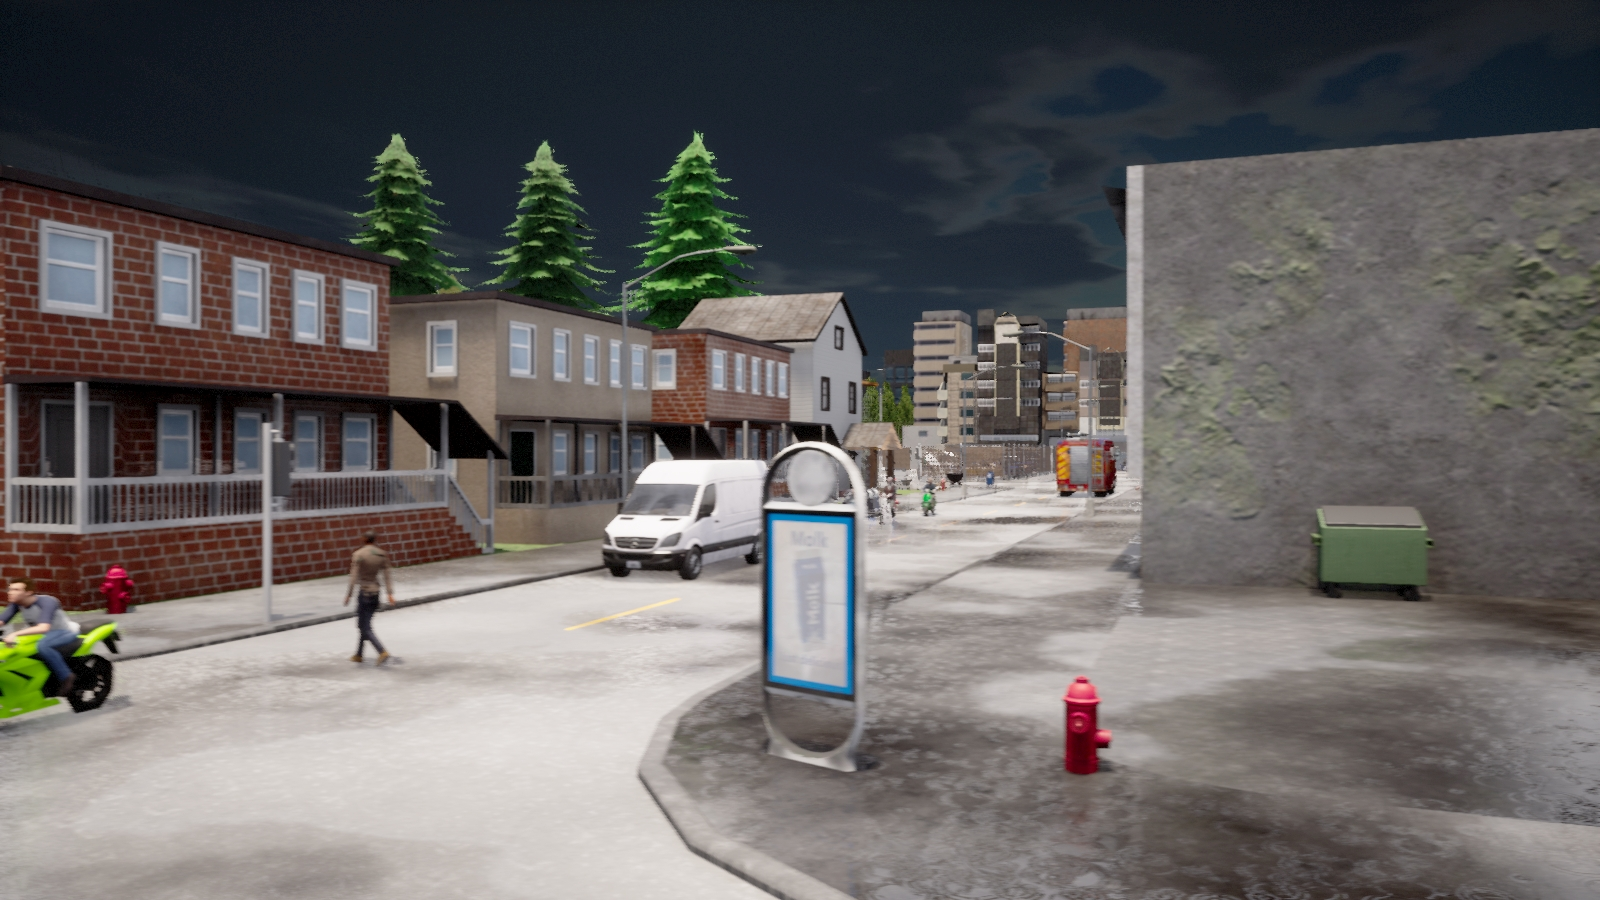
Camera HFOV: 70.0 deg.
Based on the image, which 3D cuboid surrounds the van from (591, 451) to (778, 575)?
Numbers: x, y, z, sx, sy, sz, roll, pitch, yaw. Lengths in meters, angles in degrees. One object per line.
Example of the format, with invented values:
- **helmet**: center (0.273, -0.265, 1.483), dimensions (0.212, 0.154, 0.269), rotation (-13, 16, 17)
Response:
- **van**: center (-2.503, 1.313, 26.784), dimensions (1.988, 2.561, 5.915), rotation (0, 0, 20)

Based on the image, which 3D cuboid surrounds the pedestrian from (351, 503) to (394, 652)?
- **pedestrian**: center (-5.504, 1.628, 14.710), dimensions (0.375, 1.860, 0.375), rotation (0, 0, 36)

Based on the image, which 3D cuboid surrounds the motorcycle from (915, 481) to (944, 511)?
- **motorcycle**: center (5.552, 1.961, 48.909), dimensions (0.856, 1.236, 1.805), rotation (0, 0, 20)

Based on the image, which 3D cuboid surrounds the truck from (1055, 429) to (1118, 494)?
- **truck**: center (17.876, 0.669, 70.946), dimensions (2.891, 3.827, 8.468), rotation (0, 0, 20)
